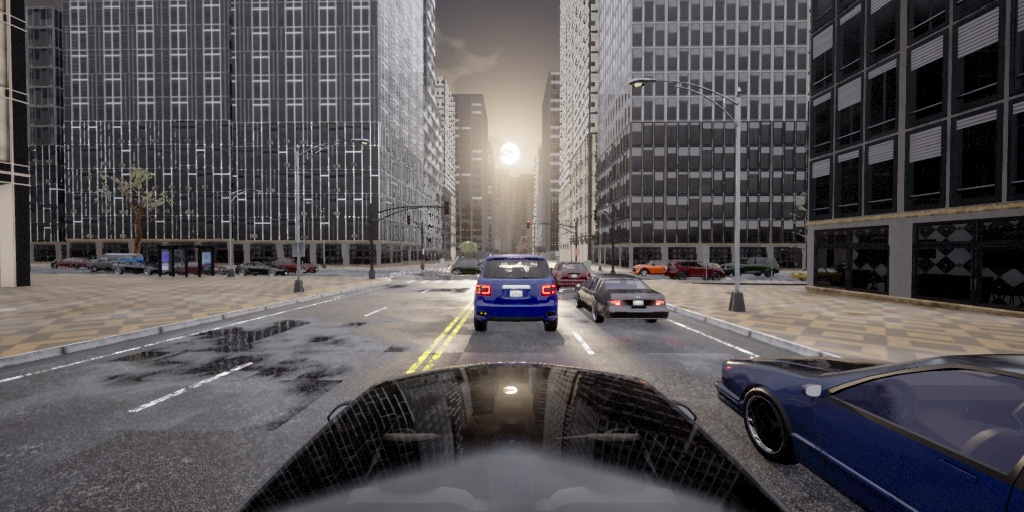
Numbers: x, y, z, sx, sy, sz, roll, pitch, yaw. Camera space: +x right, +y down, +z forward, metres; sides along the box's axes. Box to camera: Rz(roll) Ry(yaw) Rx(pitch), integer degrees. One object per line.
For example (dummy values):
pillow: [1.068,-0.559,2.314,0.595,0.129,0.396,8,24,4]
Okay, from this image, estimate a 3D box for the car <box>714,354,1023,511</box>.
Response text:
car: [3.351,1.297,1.874,2.033,1.411,5.357,0,0,1]

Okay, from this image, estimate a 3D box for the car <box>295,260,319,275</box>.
car: [-21.721,1.049,35.338,5.008,1.535,1.882,1,1,1]

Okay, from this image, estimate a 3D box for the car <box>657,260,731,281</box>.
car: [16.203,1.267,32.108,5.009,1.841,2.192,0,0,1]

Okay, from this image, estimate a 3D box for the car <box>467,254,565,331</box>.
car: [0.100,0.967,11.052,2.150,2.045,5.566,0,0,0]

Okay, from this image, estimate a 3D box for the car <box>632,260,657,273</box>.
car: [15.048,1.200,37.882,4.553,1.767,2.097,0,1,0]

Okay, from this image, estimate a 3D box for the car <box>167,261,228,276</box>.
car: [-28.406,1.136,32.784,4.207,1.307,1.802,0,0,1]

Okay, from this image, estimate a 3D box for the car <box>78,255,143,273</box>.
car: [-39.287,0.903,35.707,4.902,1.511,2.128,1,1,1]

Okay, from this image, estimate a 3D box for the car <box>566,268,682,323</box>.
car: [3.354,1.292,12.054,2.033,1.411,5.357,0,0,0]

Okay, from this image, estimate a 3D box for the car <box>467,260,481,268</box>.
car: [-6.551,1.301,62.824,1.895,1.301,4.718,0,0,0]

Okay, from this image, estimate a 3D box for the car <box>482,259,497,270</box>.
car: [-3.319,1.189,53.411,1.882,1.535,5.008,0,0,0]

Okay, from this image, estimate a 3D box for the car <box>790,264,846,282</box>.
car: [27.651,1.577,31.908,4.829,1.417,1.751,0,0,1]

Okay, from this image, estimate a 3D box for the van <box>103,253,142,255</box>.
van: [-45.275,0.603,41.624,3.998,1.789,1.690,0,0,1]

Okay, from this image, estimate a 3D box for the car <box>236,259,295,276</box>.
car: [-22.722,1.172,32.649,4.313,1.339,1.948,0,0,1]

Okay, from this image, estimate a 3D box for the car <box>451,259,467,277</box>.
car: [-3.560,1.087,34.999,4.553,1.767,2.097,0,1,1]

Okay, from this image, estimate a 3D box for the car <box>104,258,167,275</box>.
car: [-34.087,1.068,32.959,4.313,1.339,1.948,0,0,1]

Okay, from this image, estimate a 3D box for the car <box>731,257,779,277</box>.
car: [24.900,1.156,37.730,5.566,2.045,2.150,1,1,1]

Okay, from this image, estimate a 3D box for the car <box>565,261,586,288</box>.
car: [3.355,1.091,21.461,2.097,1.767,4.553,0,0,0]
